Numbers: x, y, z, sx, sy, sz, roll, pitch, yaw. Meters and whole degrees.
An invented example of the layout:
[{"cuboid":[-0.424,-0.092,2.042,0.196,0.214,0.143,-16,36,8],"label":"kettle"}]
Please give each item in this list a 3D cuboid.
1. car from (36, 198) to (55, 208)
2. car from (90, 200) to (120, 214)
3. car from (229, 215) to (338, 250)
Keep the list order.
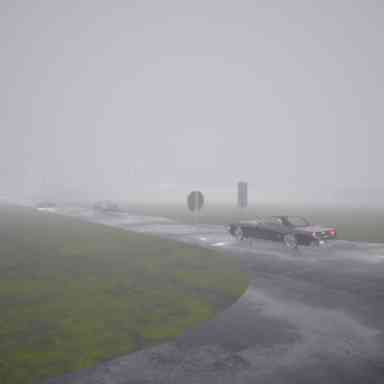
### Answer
[{"cuboid":[-21.223,1.528,48.170,1.994,1.385,4.181,1,0,-35],"label":"car"},{"cuboid":[-9.476,1.589,36.143,2.033,1.411,5.357,1,0,-32],"label":"car"},{"cuboid":[3.838,1.692,14.942,1.895,1.301,4.718,0,0,-37],"label":"car"}]
